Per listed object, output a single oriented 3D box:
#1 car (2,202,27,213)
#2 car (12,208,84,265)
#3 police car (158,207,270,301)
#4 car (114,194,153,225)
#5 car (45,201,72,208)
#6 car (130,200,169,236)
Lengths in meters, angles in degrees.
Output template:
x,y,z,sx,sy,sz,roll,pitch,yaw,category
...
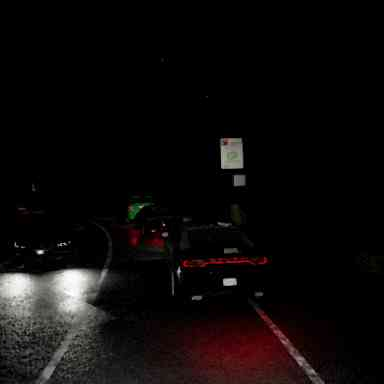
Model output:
x,y,z,sx,sy,sz,roll,pitch,yaw,category
-27.540,2.351,51.561,4.892,1.490,1.837,-3,2,34,car
-5.059,1.557,12.205,1.837,1.490,4.892,-1,0,-14,car
0.299,1.403,8.513,1.930,1.638,5.238,-1,0,-8,police car
-4.253,1.213,24.479,2.150,2.045,5.566,-2,0,-23,car
-17.034,1.862,42.276,4.902,1.511,2.128,-2,2,45,car
-2.045,1.448,18.580,1.882,1.535,5.008,-2,0,-18,car
